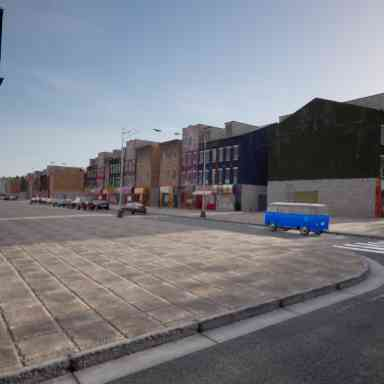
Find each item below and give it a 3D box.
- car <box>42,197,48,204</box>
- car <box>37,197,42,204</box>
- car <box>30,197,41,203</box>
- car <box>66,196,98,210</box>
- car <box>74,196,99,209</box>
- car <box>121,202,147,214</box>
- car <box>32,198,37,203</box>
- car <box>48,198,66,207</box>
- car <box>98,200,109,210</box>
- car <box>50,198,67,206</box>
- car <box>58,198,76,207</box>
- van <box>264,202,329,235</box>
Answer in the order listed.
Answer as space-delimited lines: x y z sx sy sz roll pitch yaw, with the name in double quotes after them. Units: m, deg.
-29.101 1.870 68.906 1.752 1.417 4.829 3 -2 -36 "car"
-32.202 1.952 73.201 1.802 1.307 4.206 3 -2 -36 "car"
-38.598 2.010 82.067 1.802 1.307 4.206 3 -2 -36 "car"
-14.846 1.489 44.746 2.097 1.767 4.553 3 -2 -35 "car"
-16.202 1.577 51.038 2.192 1.841 5.009 3 -2 -36 "car"
-6.617 1.808 37.730 1.802 1.307 4.206 3 -2 -36 "car"
-35.396 1.838 77.638 1.967 1.590 4.097 3 -2 -36 "car"
-20.672 1.710 52.719 2.033 1.411 5.357 3 -2 -36 "car"
-13.012 1.813 46.598 1.947 1.339 4.313 3 -2 -36 "car"
-25.804 1.886 64.334 1.947 1.339 4.313 3 -2 -36 "car"
-22.606 1.843 59.901 1.887 1.381 4.507 3 -2 -36 "car"
6.183 1.555 19.998 1.690 1.788 3.998 3 -2 -36 "van"
